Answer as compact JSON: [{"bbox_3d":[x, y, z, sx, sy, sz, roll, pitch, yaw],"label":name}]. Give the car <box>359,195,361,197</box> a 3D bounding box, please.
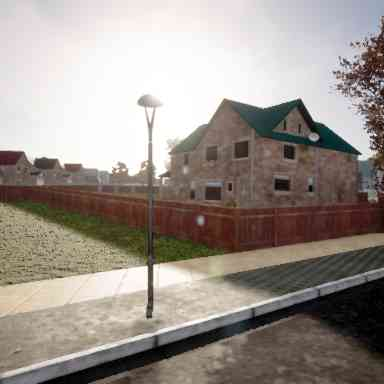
[{"bbox_3d":[26.298,0.533,55.030,1.895,1.301,4.718,1,2,-3],"label":"car"}]
